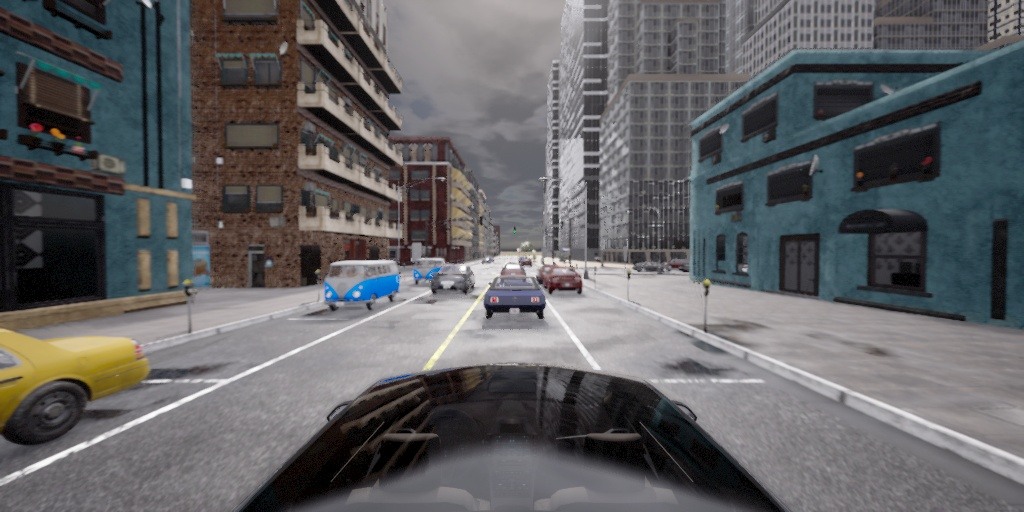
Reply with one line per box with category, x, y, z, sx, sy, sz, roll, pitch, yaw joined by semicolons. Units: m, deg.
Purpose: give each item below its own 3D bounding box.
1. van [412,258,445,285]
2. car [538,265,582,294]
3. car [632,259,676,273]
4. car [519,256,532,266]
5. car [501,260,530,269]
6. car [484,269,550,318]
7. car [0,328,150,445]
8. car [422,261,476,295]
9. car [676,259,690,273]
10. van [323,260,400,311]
van;-5.693;1.026;25.146;1.690;1.789;3.998;0;0;0
car;2.688;1.246;19.601;1.888;1.381;4.507;0;0;0
car;16.711;1.331;42.942;4.403;1.370;2.007;0;0;1
car;2.651;1.102;63.247;1.888;1.381;4.507;0;0;0
car;0.087;1.241;27.710;1.994;1.385;4.181;0;0;0
car;0.091;1.322;12.835;1.895;1.301;4.718;0;0;0
car;-5.691;1.273;2.653;1.751;1.417;4.829;0;0;0
car;-3.095;1.193;19.541;2.128;1.511;4.902;0;0;0
car;22.192;1.372;42.867;4.313;1.339;1.948;0;0;1
van;-5.692;1.058;13.983;1.690;1.789;3.998;0;0;0
